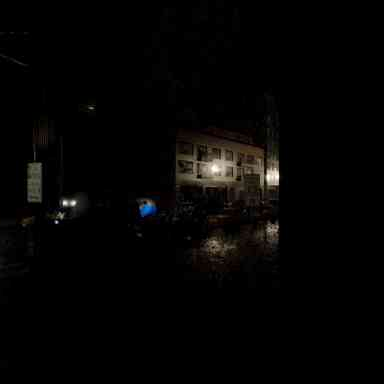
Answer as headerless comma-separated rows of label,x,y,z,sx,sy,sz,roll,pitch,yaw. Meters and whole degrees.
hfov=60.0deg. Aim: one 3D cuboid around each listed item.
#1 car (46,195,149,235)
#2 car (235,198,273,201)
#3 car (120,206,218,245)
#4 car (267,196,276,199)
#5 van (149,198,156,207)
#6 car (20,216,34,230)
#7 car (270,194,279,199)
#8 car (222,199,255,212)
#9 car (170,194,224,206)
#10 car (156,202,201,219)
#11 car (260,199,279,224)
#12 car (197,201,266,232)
car,-5.404,1.216,19.501,2.150,2.045,5.566,0,0,36
car,6.751,1.590,36.234,1.895,1.301,4.718,0,0,36
car,-0.899,1.555,15.565,2.008,1.369,4.403,0,0,36
car,8.835,1.544,43.502,1.947,1.339,4.313,0,0,36
van,-4.481,1.331,25.146,1.690,1.788,3.998,0,0,36
car,-7.910,1.514,20.419,1.752,1.417,4.829,0,0,36
car,12.165,1.288,48.091,2.192,1.841,5.009,0,0,36
car,5.506,1.549,38.913,1.947,1.339,4.313,0,0,36
car,0.683,1.216,27.885,2.150,2.045,5.566,0,0,36
car,-1.152,1.572,29.736,1.802,1.307,4.206,0,0,36
car,5.857,1.531,24.879,1.752,1.417,4.829,0,0,36
car,2.529,1.531,20.290,1.752,1.417,4.829,0,0,36
